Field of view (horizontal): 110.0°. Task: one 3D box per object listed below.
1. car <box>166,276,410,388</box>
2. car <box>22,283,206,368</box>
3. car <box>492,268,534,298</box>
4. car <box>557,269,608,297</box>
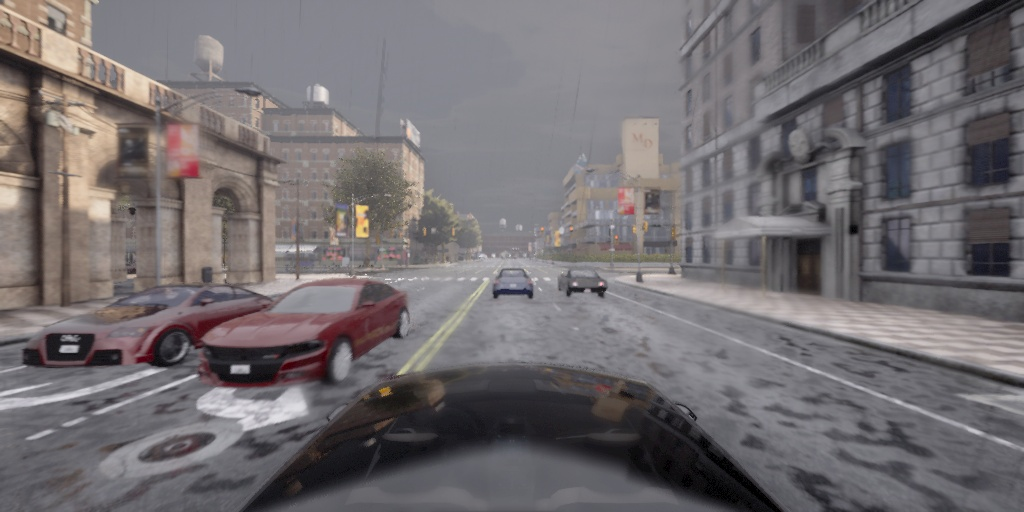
[{"bbox_3d":[-3.545,1.216,7.202,1.882,1.535,5.008,0,0,0],"label":"car"},{"bbox_3d":[-7.100,1.302,7.744,1.994,1.385,4.181,0,0,0],"label":"car"},{"bbox_3d":[0.034,1.280,18.118,1.994,1.385,4.181,0,0,-1],"label":"car"},{"bbox_3d":[3.485,1.316,18.709,1.895,1.301,4.718,0,0,0],"label":"car"}]
